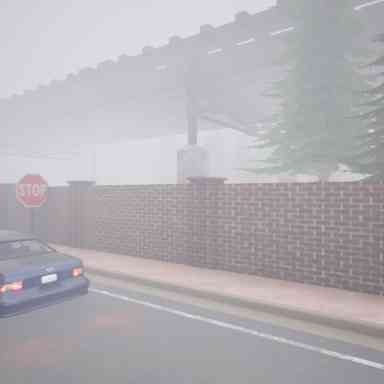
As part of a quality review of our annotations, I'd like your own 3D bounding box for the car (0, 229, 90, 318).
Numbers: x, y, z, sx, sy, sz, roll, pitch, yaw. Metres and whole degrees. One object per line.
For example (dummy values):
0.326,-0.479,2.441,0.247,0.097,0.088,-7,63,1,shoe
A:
-4.519,1.547,7.220,5.357,1.411,2.033,0,0,35,car
